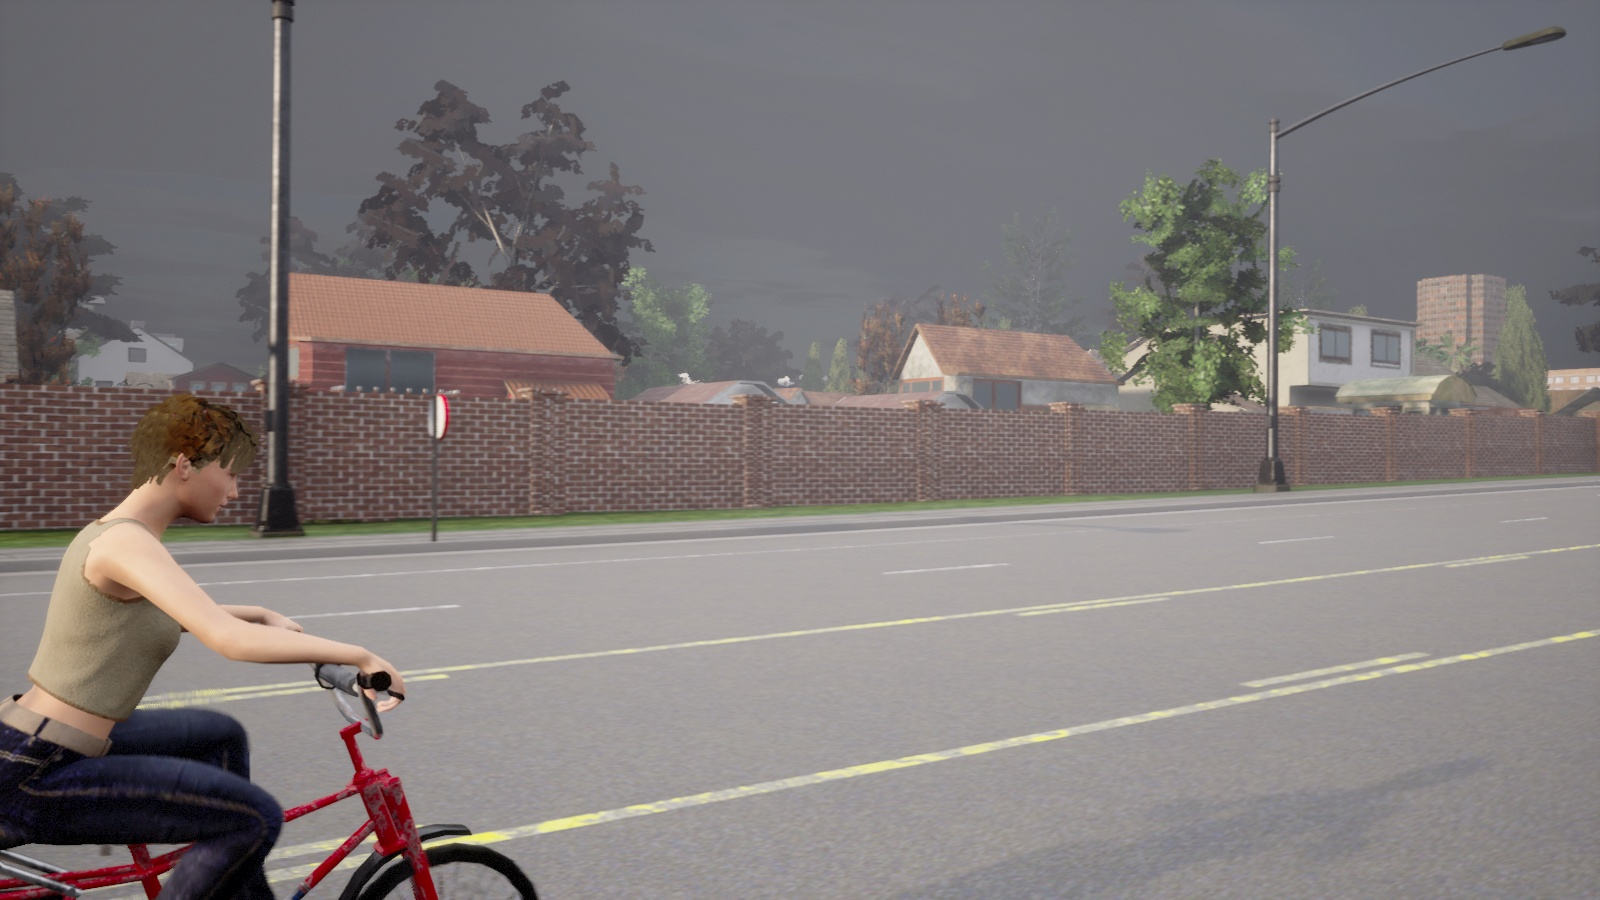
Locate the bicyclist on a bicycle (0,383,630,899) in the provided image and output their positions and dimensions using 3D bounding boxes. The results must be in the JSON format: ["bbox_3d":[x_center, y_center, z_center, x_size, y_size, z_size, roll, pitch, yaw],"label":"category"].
[{"bbox_3d":[-1.254,0.691,2.781,1.509,1.612,0.866,0,0,-35],"label":"bicyclist on a bicycle"}]
